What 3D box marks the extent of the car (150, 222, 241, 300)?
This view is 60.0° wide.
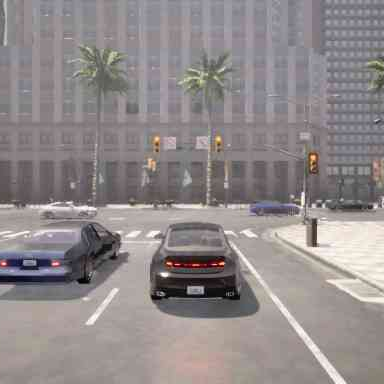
[{"bbox_3d":[0.075,1.505,8.359,1.837,1.490,4.892,0,0,0],"label":"car"}]

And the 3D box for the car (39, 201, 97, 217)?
[{"bbox_3d":[-10.309,1.526,27.811,4.674,1.442,1.812,0,0,0],"label":"car"}]

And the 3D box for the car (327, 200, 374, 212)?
[{"bbox_3d":[18.217,1.601,38.437,4.718,1.301,1.895,0,0,0],"label":"car"}]

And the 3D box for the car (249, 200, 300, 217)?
[{"bbox_3d":[7.709,1.525,31.267,4.674,1.442,1.812,0,0,0],"label":"car"}]

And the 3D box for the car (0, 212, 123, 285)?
[{"bbox_3d":[-3.422,1.547,9.553,2.033,1.411,5.357,0,0,0],"label":"car"}]
